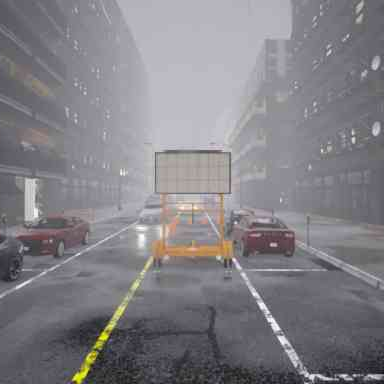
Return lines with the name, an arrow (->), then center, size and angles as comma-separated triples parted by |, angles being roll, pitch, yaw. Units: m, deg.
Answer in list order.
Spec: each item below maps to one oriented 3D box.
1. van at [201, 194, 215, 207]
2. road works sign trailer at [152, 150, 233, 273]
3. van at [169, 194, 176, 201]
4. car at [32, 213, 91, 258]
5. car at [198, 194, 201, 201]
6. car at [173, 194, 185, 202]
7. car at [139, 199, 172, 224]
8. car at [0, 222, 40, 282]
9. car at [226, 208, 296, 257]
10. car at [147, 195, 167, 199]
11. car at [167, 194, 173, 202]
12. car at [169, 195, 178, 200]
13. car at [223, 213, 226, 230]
van -> 2.696, 1.351, 52.491 | 1.690, 1.788, 3.998 | 1, 0, 0
road works sign trailer -> 0.028, 0.467, 10.647 | 2.380, 3.560, 2.880 | 0, 0, 0
van -> -5.107, 1.359, 86.504 | 1.690, 1.788, 3.998 | 1, 0, 0
car -> -5.277, 1.547, 12.783 | 1.887, 1.381, 4.507 | 1, 0, 0
car -> 2.773, 1.333, 86.516 | 2.192, 1.841, 5.009 | 1, 0, 0
car -> -2.588, 1.540, 71.273 | 1.812, 1.442, 4.674 | 0, 0, 0
car -> -2.793, 1.531, 25.130 | 1.812, 1.442, 4.674 | 0, 0, 0
car -> -5.290, 1.567, 7.112 | 1.947, 1.339, 4.313 | 1, 0, 0
car -> 2.603, 1.547, 12.795 | 1.887, 1.381, 4.507 | 1, 0, 0
car -> -5.197, 1.324, 46.808 | 2.192, 1.841, 5.009 | 1, 0, 0
car -> -5.133, 1.330, 75.162 | 2.192, 1.841, 5.009 | 1, 0, 0
car -> -5.097, 1.570, 92.174 | 2.008, 1.369, 4.403 | 1, 0, 0
car -> 2.616, 1.555, 18.466 | 2.008, 1.369, 4.403 | 1, 0, 0
